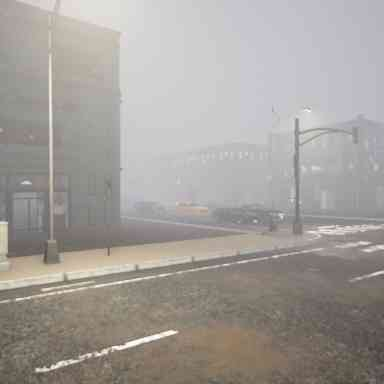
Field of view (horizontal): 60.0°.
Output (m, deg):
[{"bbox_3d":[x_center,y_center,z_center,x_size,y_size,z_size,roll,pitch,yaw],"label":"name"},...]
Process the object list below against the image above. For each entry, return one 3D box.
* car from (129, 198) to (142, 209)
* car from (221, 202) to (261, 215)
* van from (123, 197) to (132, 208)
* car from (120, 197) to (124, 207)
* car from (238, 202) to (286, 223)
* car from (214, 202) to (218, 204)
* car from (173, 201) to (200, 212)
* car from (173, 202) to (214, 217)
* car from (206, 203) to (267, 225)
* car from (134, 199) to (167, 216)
[{"bbox_3d":[-6.166,1.966,44.792,1.882,1.535,5.008,-1,0,-35],"label":"car"},{"bbox_3d":[5.550,1.856,38.278,2.008,1.369,4.403,-1,0,-35],"label":"car"},{"bbox_3d":[-10.500,1.952,60.828,1.690,1.788,3.998,-1,0,-35],"label":"van"},{"bbox_3d":[-13.710,1.985,65.337,2.192,1.841,5.009,-1,0,-35],"label":"car"},{"bbox_3d":[5.635,1.749,28.185,2.128,1.511,4.902,-1,0,-35],"label":"car"},{"bbox_3d":[2.341,1.950,42.788,1.802,1.307,4.206,-1,0,-35],"label":"car"},{"bbox_3d":[-0.867,2.011,47.298,1.802,1.307,4.206,-1,0,-35],"label":"car"},{"bbox_3d":[-0.167,1.850,36.347,1.882,1.535,5.008,-1,0,-36],"label":"car"},{"bbox_3d":[3.460,1.845,26.551,1.947,1.339,4.313,-1,0,-35],"label":"car"},{"bbox_3d":[-4.489,1.877,37.928,1.967,1.590,4.097,-1,0,-35],"label":"car"}]
